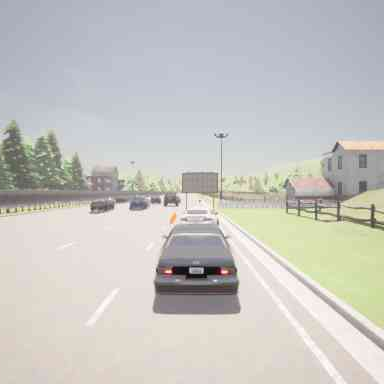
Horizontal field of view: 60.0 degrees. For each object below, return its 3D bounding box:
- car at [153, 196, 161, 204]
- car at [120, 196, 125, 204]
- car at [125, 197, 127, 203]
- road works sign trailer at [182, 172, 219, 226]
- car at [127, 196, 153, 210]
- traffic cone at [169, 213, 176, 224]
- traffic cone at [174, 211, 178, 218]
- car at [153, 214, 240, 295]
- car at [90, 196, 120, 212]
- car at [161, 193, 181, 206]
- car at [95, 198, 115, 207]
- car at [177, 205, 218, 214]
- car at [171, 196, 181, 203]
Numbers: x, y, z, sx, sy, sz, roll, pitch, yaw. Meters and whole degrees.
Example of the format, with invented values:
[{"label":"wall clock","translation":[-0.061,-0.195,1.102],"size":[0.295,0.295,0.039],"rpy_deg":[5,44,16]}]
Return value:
[{"label":"car","translation":[-6.802,1.478,62.449],"size":[1.882,1.535,5.008],"rpy_deg":[0,0,0]},{"label":"car","translation":[-13.798,1.505,65.161],"size":[1.837,1.490,4.892],"rpy_deg":[0,0,0]},{"label":"car","translation":[-10.304,1.547,61.054],"size":[2.033,1.411,5.357],"rpy_deg":[0,0,0]},{"label":"road works sign trailer","translation":[0.524,0.464,22.081],"size":[2.380,3.560,2.880],"rpy_deg":[0,0,-3]},{"label":"car","translation":[-6.831,1.353,43.942],"size":[2.097,1.767,4.553],"rpy_deg":[0,0,0]},{"label":"traffic cone","translation":[-1.451,1.955,23.209],"size":[0.340,0.580,0.340],"rpy_deg":[0,0,0]},{"label":"traffic cone","translation":[-1.448,1.955,25.209],"size":[0.340,0.580,0.340],"rpy_deg":[0,0,0]},{"label":"car","translation":[0.112,1.547,8.852],"size":[2.033,1.411,5.357],"rpy_deg":[0,0,1]},{"label":"car","translation":[-10.340,1.491,38.687],"size":[2.128,1.511,4.902],"rpy_deg":[0,0,0]},{"label":"car","translation":[-3.316,1.221,53.390],"size":[2.150,2.045,5.566],"rpy_deg":[0,0,0]},{"label":"car","translation":[-13.817,1.601,52.923],"size":[1.895,1.301,4.718],"rpy_deg":[0,0,0]},{"label":"car","translation":[0.441,1.541,18.468],"size":[1.812,1.442,4.674],"rpy_deg":[-1,-1,7]},{"label":"car","translation":[-3.292,1.564,68.605],"size":[1.994,1.385,4.181],"rpy_deg":[0,0,0]}]
